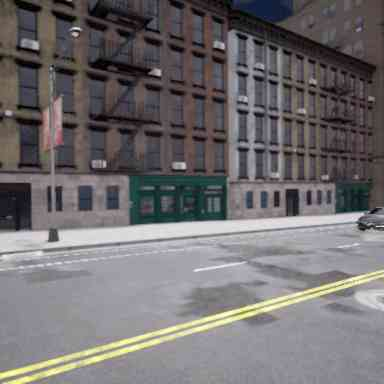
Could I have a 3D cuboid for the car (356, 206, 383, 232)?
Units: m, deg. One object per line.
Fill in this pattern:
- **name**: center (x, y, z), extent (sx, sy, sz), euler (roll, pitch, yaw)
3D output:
- **car**: center (11.905, 1.629, 20.169), extent (4.892, 1.490, 1.837), euler (0, 0, -36)
